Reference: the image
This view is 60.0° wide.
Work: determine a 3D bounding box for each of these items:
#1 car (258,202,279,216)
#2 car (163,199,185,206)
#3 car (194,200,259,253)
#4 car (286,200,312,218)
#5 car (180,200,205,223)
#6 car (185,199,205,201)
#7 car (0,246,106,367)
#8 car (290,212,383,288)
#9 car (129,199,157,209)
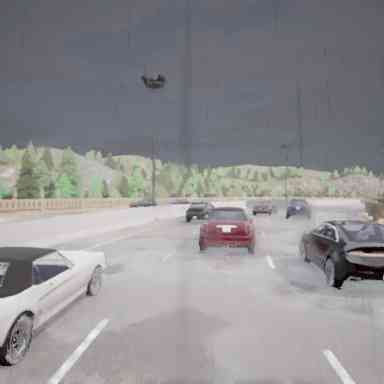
[{"bbox_3d":[7.676,1.700,34.571,2.033,1.411,5.357,0,0,24],"label":"car"},{"bbox_3d":[-2.156,1.702,46.580,1.882,1.535,5.008,0,-1,28],"label":"car"},{"bbox_3d":[1.564,1.396,14.098,2.097,1.767,4.553,0,0,9],"label":"car"},{"bbox_3d":[10.108,1.489,31.182,2.097,1.767,4.553,0,0,22],"label":"car"},{"bbox_3d":[0.921,1.602,26.306,1.837,1.490,4.892,0,0,17],"label":"car"},{"bbox_3d":[1.309,1.747,45.658,1.812,1.442,4.674,0,-1,28],"label":"car"},{"bbox_3d":[-3.065,1.604,5.777,1.895,1.301,4.718,0,0,4],"label":"car"},{"bbox_3d":[4.335,1.529,9.206,2.128,1.511,4.902,0,0,6],"label":"car"},{"bbox_3d":[-6.604,1.714,45.518,1.837,1.490,4.892,0,-1,26],"label":"car"}]
